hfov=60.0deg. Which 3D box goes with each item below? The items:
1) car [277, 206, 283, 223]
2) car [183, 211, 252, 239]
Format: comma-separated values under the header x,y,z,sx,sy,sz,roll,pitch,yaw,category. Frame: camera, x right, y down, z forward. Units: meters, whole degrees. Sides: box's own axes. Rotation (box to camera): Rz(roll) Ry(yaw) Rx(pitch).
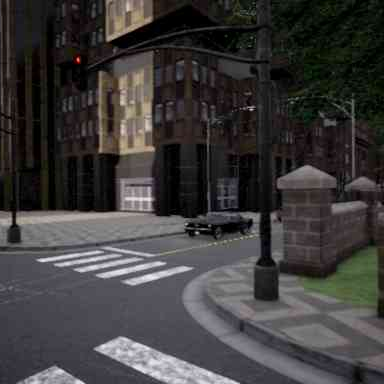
x,y,z,sx,sy,sz,roll,pitch,yaw,category
9.261,1.514,28.348,2.150,2.045,5.566,0,-1,39,car
1.543,1.787,18.711,1.895,1.301,4.718,0,-1,36,car
